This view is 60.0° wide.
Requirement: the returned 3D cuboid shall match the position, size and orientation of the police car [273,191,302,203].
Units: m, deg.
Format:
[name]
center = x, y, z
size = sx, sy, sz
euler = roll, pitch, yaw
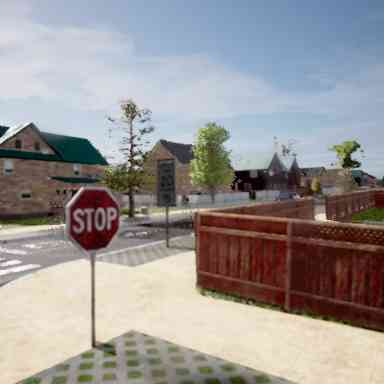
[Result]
[police car]
center = 10.598, 0.728, 36.943
size = 2.038, 1.542, 4.974
euler = -1, 1, 36
